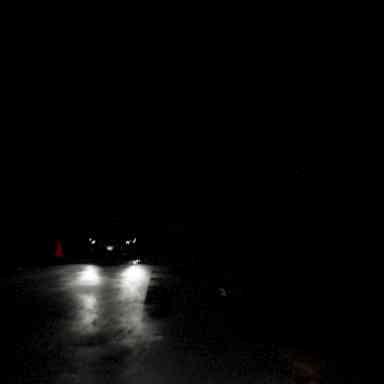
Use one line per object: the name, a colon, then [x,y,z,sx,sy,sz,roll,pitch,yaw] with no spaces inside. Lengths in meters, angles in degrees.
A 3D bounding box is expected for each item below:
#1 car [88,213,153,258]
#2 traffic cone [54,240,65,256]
car: [-2.720,1.669,13.521,1.837,1.490,4.892,0,-1,1]
traffic cone: [-5.014,2.105,12.529,0.340,0.580,0.340,0,-1,0]
